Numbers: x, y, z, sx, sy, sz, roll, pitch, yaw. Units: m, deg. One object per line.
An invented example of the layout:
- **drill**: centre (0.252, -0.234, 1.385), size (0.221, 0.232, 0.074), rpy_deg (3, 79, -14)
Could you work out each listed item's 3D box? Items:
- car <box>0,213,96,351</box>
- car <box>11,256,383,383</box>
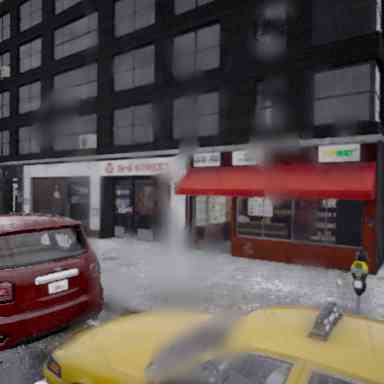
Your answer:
- **car**: centre (-3.666, 1.292, 5.682), size (5.009, 1.841, 2.192), rpy_deg (0, 1, 35)
- **car**: centre (0.745, 1.523, 2.542), size (4.829, 1.417, 1.752), rpy_deg (0, 1, 35)
